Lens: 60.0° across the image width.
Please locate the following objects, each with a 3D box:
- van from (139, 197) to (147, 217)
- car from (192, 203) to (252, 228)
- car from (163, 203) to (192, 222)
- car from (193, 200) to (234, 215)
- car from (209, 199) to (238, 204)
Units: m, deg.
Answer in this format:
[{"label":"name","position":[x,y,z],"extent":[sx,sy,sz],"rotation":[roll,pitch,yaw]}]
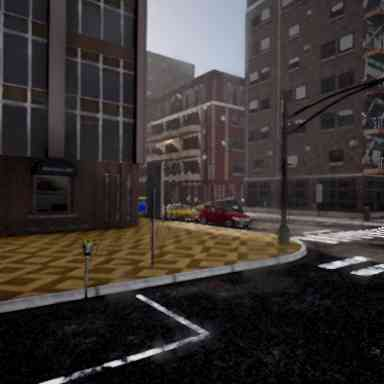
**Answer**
[{"label":"van","position":[-4.416,1.379,31.777],"extent":[1.690,1.788,3.998],"rotation":[1,0,-36]},{"label":"car","position":[2.176,1.640,22.566],"extent":[1.802,1.307,4.206],"rotation":[1,0,-36]},{"label":"car","position":[-1.021,1.572,27.033],"extent":[1.752,1.417,4.829],"rotation":[1,0,-36]},{"label":"car","position":[2.296,1.666,36.793],"extent":[1.752,1.417,4.829],"rotation":[1,0,-36]},{"label":"car","position":[2.695,1.467,31.788],"extent":[2.097,1.767,4.553],"rotation":[1,0,-36]}]
